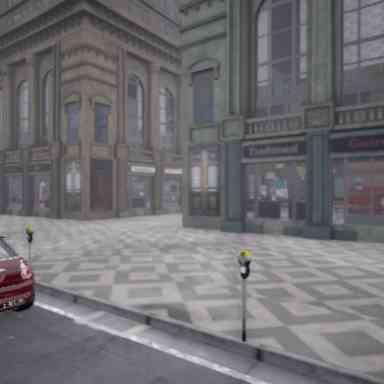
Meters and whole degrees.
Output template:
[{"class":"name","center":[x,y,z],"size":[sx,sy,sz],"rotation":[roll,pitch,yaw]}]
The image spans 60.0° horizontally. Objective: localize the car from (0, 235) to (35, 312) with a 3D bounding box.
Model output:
[{"class":"car","center":[-4.912,1.443,6.466],"size":[4.097,1.590,1.967],"rotation":[0,0,36]}]
